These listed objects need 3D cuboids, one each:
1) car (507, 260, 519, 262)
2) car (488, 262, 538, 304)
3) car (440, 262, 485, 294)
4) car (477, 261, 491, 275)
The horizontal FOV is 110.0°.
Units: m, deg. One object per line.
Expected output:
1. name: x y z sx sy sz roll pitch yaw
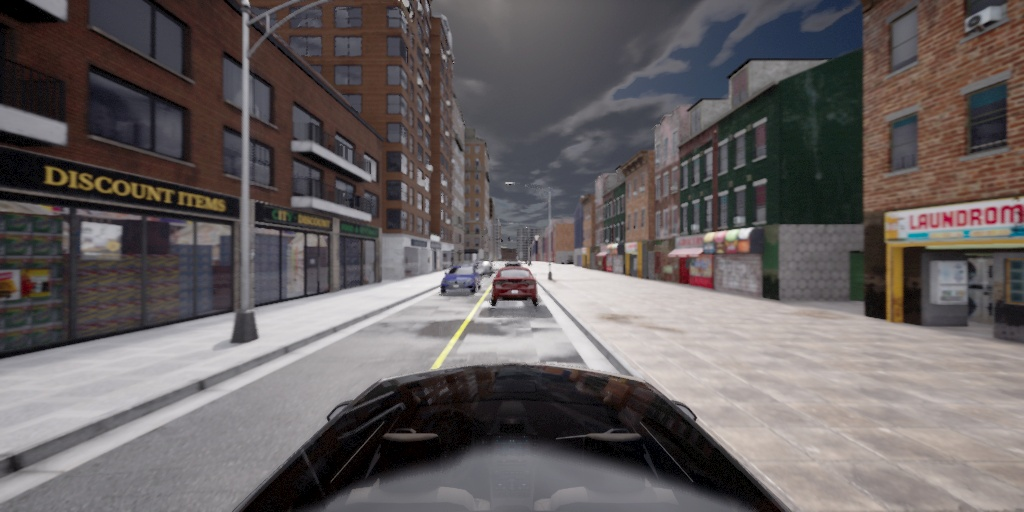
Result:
1. car: 0.104 1.245 41.547 1.837 1.490 4.892 0 0 0
2. car: 0.103 1.224 16.221 1.882 1.535 5.008 0 0 0
3. car: -2.804 1.270 20.448 1.812 1.442 4.674 0 0 1
4. car: -2.783 1.233 34.665 2.128 1.511 4.902 0 0 1
